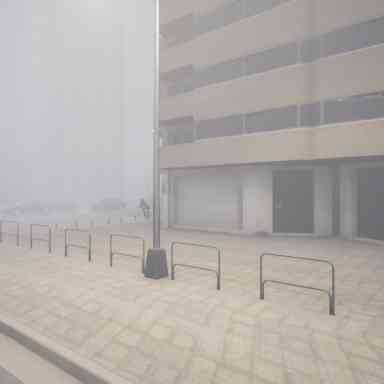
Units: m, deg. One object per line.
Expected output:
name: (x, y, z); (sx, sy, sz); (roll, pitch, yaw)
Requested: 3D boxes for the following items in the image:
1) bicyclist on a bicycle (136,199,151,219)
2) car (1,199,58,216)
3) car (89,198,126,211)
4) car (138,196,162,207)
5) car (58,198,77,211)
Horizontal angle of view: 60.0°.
bicyclist on a bicycle: (-3.846, 1.357, 26.430); (1.656, 1.620, 0.582); (0, 0, 38)
car: (-16.598, 1.560, 33.621); (1.837, 1.490, 4.892); (0, 0, 38)
car: (-10.455, 1.560, 41.493); (1.837, 1.490, 4.892); (0, 0, 38)
car: (-6.377, 1.405, 52.313); (2.097, 1.767, 4.553); (0, 0, 38)
car: (-16.245, 1.533, 39.772); (1.882, 1.535, 5.008); (0, 0, 38)
